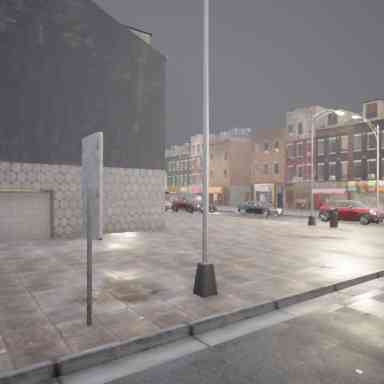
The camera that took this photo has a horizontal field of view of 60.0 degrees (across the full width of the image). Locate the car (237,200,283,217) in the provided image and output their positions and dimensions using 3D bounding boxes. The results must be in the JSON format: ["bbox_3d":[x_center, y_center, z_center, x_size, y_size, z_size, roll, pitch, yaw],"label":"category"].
[{"bbox_3d":[6.474,1.567,31.948,2.128,1.511,4.902,0,0,-35],"label":"car"}]

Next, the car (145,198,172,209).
[{"bbox_3d":[-4.956,1.674,48.075,1.812,1.442,4.674,0,0,-35],"label":"car"}]

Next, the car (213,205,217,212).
[{"bbox_3d":[0.747,1.658,40.002,2.033,1.411,5.357,0,0,-35],"label":"car"}]

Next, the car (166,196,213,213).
[{"bbox_3d":[-0.400,1.411,37.223,2.192,1.841,5.009,0,0,-35],"label":"car"}]

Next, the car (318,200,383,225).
[{"bbox_3d":[11.799,1.396,24.534,2.097,1.767,4.553,0,0,-36],"label":"car"}]
